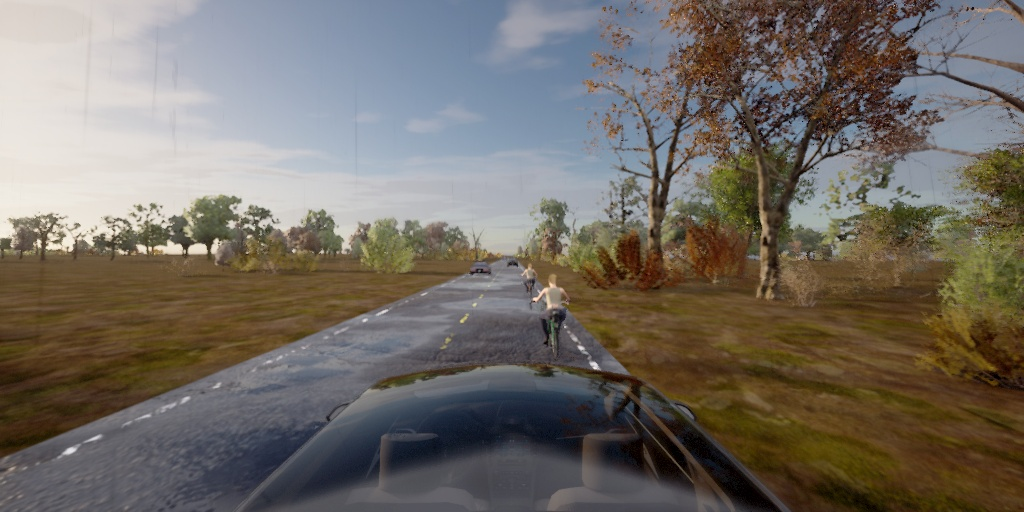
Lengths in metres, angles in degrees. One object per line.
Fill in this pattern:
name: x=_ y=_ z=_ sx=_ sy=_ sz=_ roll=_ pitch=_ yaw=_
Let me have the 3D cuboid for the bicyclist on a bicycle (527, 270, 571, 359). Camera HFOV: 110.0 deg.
bicyclist on a bicycle: x=0.840 y=1.175 z=7.421 sx=0.866 sy=1.612 sz=1.509 roll=0 pitch=-1 yaw=0

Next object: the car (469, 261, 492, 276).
car: x=-3.089 y=1.230 z=36.049 sx=1.994 sy=1.385 sz=4.181 roll=0 pitch=0 yaw=0

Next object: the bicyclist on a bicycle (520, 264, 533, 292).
bicyclist on a bicycle: x=0.829 y=1.153 z=16.741 sx=0.866 sy=1.612 sz=1.509 roll=0 pitch=0 yaw=0

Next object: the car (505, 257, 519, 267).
car: x=0.120 y=1.121 z=61.957 sx=1.837 sy=1.490 sz=4.892 roll=0 pitch=0 yaw=0
